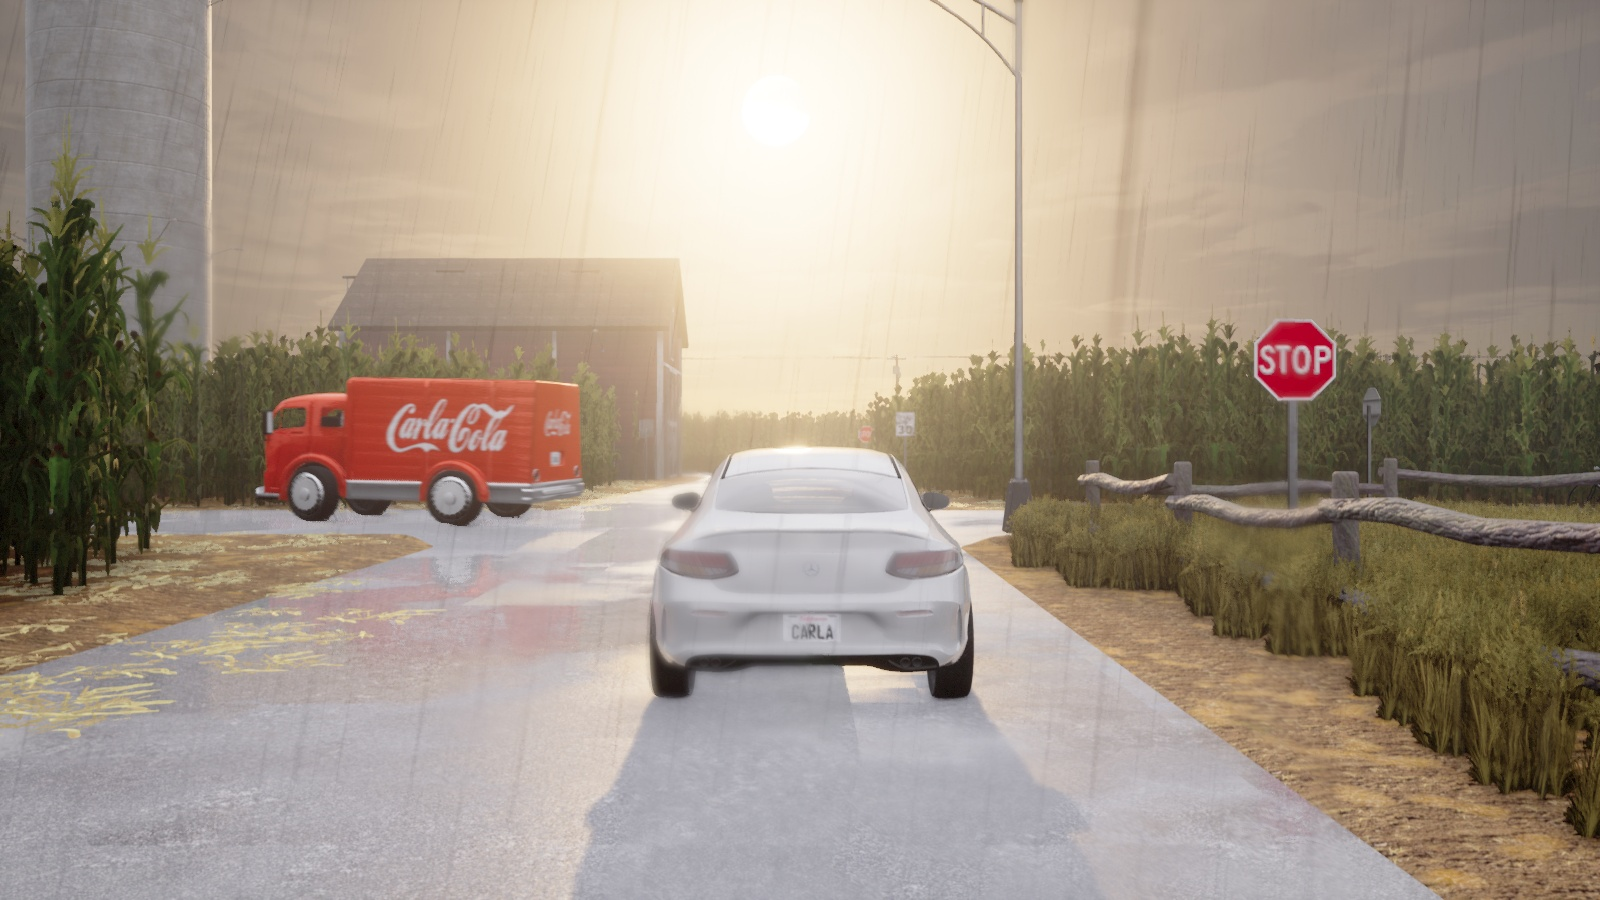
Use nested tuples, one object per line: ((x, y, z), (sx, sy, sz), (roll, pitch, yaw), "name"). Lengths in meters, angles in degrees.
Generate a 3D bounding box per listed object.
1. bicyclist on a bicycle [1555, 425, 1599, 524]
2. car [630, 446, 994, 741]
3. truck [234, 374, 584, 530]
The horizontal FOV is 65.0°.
((14.948, 0.456, 22.978), (1.843, 1.776, 0.659), (1, 0, 1), "bicyclist on a bicycle")
((0.073, 0.706, 8.584), (1.812, 1.442, 4.674), (0, 1, 0), "car")
((-6.728, -0.018, 21.953), (5.204, 2.467, 2.627), (1, 1, 11), "truck")
